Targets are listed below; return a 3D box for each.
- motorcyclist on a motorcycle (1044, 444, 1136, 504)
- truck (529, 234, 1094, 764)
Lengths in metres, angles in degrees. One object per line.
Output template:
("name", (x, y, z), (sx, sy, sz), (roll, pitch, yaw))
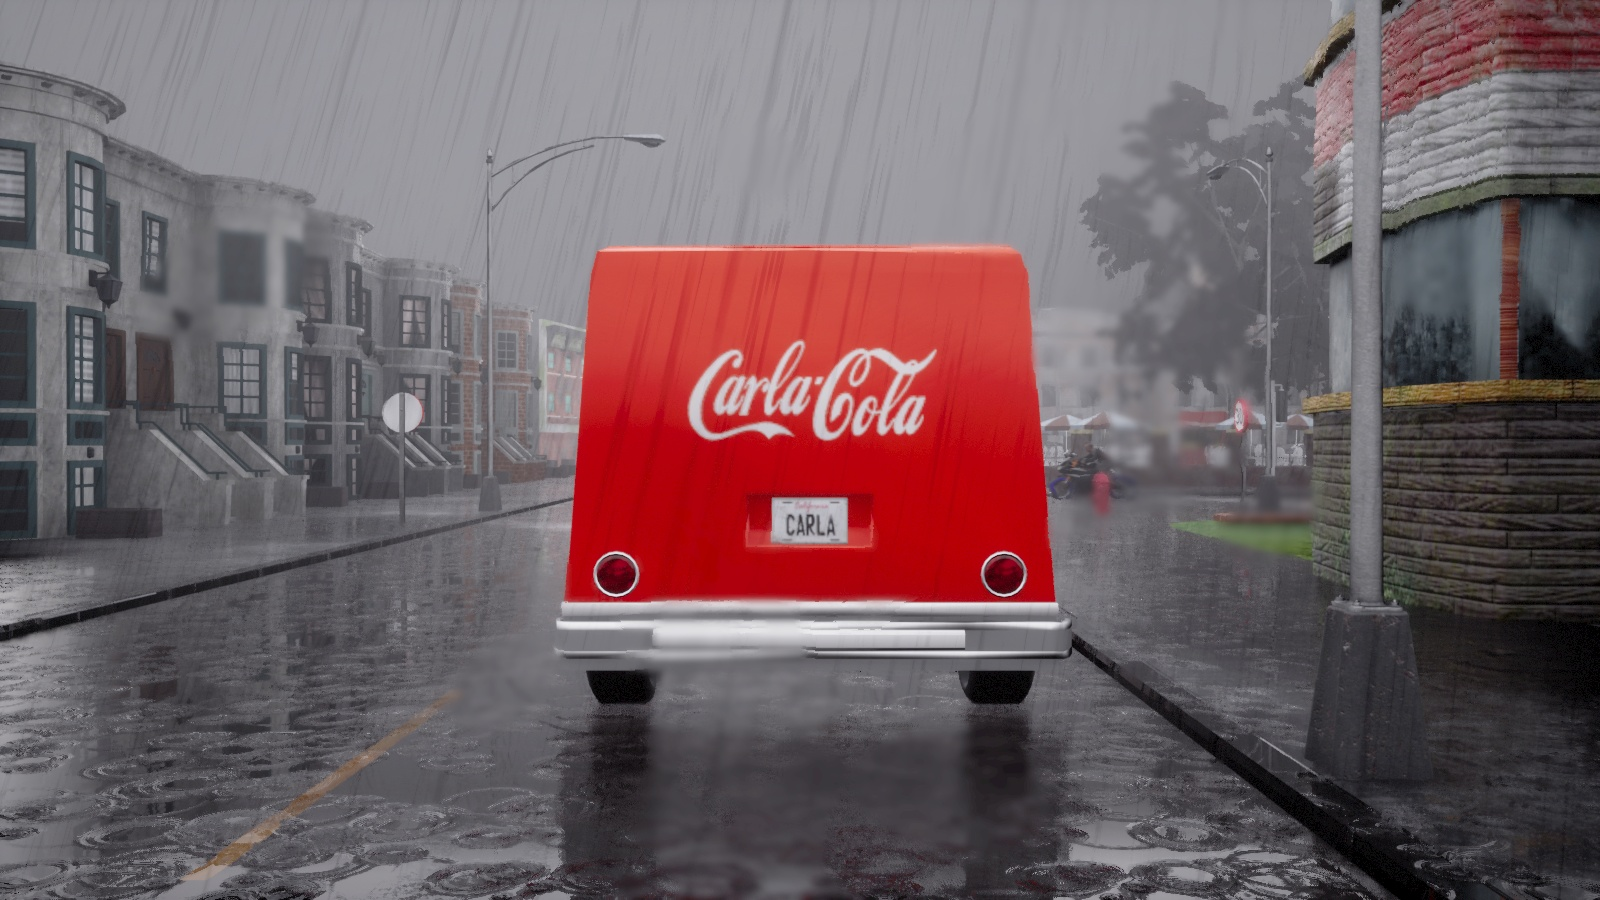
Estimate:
("motorcyclist on a motorcycle", (7.507, 0.604, 32.540), (2.191, 1.530, 0.866), (0, 0, 0))
("truck", (0.065, 0.212, 8.449), (2.627, 2.467, 5.204), (0, 0, 0))
